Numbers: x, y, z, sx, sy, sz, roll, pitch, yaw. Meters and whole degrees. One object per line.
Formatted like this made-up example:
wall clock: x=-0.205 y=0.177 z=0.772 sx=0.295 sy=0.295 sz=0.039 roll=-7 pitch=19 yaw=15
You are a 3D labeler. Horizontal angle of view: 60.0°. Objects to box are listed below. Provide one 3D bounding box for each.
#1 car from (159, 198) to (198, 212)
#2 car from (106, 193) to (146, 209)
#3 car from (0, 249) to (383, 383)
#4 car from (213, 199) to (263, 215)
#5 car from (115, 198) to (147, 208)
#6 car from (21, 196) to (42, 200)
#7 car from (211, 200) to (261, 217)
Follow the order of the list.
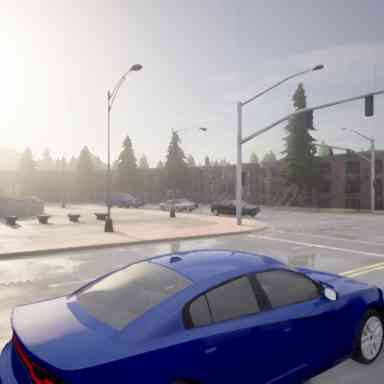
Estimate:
car: x=-1.811 y=1.595 z=38.072 sx=1.895 sy=1.301 sz=4.718 roll=0 pitch=0 yaw=-39
car: x=-9.458 y=1.216 z=45.623 sx=5.566 sy=2.045 sz=2.150 roll=0 pitch=0 yaw=36
car: x=0.495 y=1.477 z=4.151 sx=5.008 sy=1.535 sz=1.882 roll=0 pitch=0 yaw=-35
car: x=4.752 y=1.540 z=35.243 sx=2.033 sy=1.411 sz=5.357 roll=0 pitch=0 yaw=-36
car: x=-9.090 y=1.594 z=49.620 sx=4.718 sy=1.301 sz=1.895 roll=0 pitch=0 yaw=34
car: x=-29.903 y=1.502 z=60.676 sx=4.892 sy=1.490 sz=1.837 roll=0 pitch=0 yaw=5
car: x=3.792 y=1.471 z=30.596 sx=1.882 sy=1.535 sz=5.008 roll=0 pitch=0 yaw=-36
